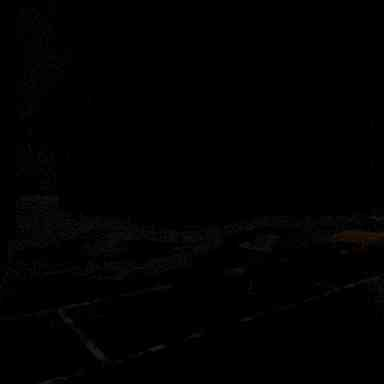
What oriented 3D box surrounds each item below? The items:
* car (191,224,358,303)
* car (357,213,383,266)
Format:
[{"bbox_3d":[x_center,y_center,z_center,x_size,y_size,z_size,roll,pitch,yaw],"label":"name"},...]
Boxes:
[{"bbox_3d":[1.945,1.527,8.034,4.206,1.307,1.802,-1,1,-36],"label":"car"},{"bbox_3d":[6.366,1.423,11.188,4.829,1.417,1.752,-1,1,-36],"label":"car"}]
